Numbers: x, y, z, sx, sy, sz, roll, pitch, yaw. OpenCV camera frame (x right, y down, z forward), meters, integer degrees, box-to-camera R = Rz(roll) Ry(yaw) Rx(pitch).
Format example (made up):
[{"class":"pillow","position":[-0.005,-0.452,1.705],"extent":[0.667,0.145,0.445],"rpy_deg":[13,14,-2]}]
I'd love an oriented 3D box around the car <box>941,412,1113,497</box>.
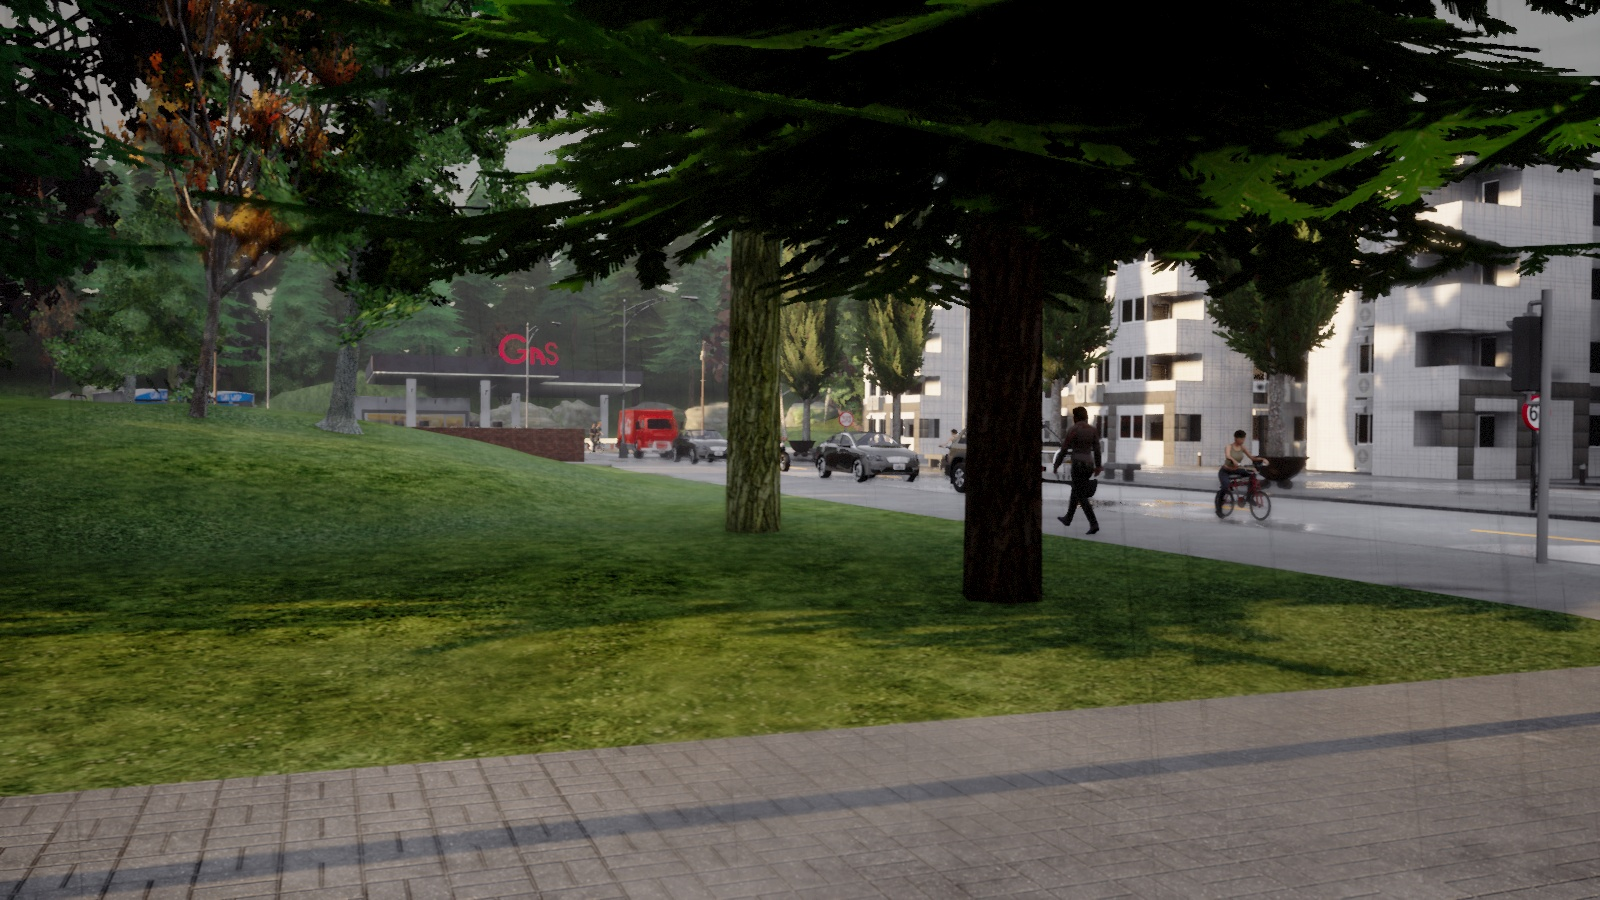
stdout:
[{"class":"car","position":[5.280,0.059,29.931],"extent":[1.932,1.855,4.605],"rpy_deg":[-1,1,-21]}]

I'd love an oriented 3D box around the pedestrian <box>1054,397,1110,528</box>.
[{"class":"pedestrian","position":[3.978,0.168,17.747],"extent":[0.328,1.805,0.869],"rpy_deg":[-1,1,-21]}]

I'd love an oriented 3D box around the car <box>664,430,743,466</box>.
[{"class":"car","position":[-4.287,-0.109,55.202],"extent":[2.128,1.511,4.902],"rpy_deg":[-1,1,-21]}]

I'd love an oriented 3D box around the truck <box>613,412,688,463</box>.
[{"class":"truck","position":[-7.695,-0.675,64.244],"extent":[2.627,2.467,5.204],"rpy_deg":[-1,2,-20]}]

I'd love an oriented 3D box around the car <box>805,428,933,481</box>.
[{"class":"car","position":[2.017,0.094,38.555],"extent":[2.128,1.511,4.902],"rpy_deg":[-1,1,-21]}]

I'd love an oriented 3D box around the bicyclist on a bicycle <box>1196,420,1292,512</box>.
[{"class":"bicyclist on a bicycle","position":[8.029,0.266,22.745],"extent":[0.866,1.612,1.509],"rpy_deg":[-1,1,-20]}]

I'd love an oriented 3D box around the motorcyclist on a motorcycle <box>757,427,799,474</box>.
[{"class":"motorcyclist on a motorcycle","position":[-0.830,-0.004,46.073],"extent":[0.766,1.649,2.350],"rpy_deg":[-1,1,-21]}]
